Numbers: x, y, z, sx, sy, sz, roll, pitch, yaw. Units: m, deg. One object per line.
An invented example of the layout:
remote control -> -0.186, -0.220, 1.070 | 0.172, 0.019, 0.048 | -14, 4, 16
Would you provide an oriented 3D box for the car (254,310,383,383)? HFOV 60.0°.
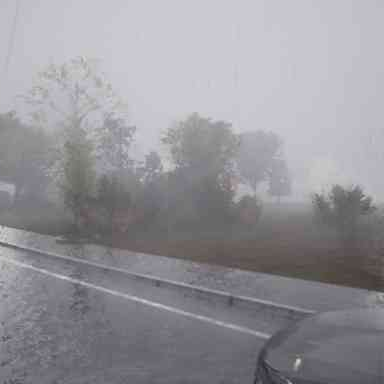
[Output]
car -> 2.794, 1.517, 2.104 | 4.892, 1.490, 1.837 | 0, 0, 35
